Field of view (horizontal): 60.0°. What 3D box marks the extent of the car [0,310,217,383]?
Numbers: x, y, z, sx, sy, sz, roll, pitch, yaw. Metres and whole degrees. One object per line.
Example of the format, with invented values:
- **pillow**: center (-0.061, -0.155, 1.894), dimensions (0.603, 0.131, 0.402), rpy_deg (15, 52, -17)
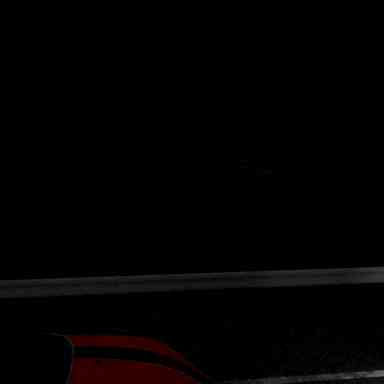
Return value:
- **car**: center (-1.848, 1.352, 1.669), dimensions (4.553, 1.767, 2.097), rpy_deg (0, 0, -6)
